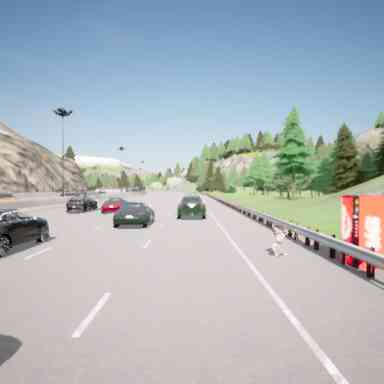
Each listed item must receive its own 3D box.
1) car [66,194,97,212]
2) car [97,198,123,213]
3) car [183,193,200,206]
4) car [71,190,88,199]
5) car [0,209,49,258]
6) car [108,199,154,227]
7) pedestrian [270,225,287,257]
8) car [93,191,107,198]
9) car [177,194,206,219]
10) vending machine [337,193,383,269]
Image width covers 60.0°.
[{"bbox_3d":[-10.519,1.110,32.029,2.128,1.511,4.902,0,1,0],"label":"car"},{"bbox_3d":[-7.015,1.195,30.960,1.994,1.385,4.181,0,1,0],"label":"car"},{"bbox_3d":[-0.095,0.965,44.082,2.128,1.511,4.902,0,0,0],"label":"car"},{"bbox_3d":[-24.775,0.485,73.451,2.097,1.767,4.553,0,1,0],"label":"car"},{"bbox_3d":[-6.945,1.347,12.107,2.128,1.511,4.902,0,1,0],"label":"car"},{"bbox_3d":[-3.476,1.321,20.368,1.994,1.385,4.181,0,1,0],"label":"car"},{"bbox_3d":[2.813,1.545,10.732,0.500,1.100,0.500,0,1,0],"label":"pedestrian"},{"bbox_3d":[-21.288,0.582,77.116,1.837,1.490,4.892,0,1,0],"label":"car"},{"bbox_3d":[-0.022,1.042,26.011,2.097,1.767,4.553,0,1,0],"label":"car"},{"bbox_3d":[4.964,1.078,9.685,1.100,2.100,0.880,0,1,0],"label":"vending machine"}]
